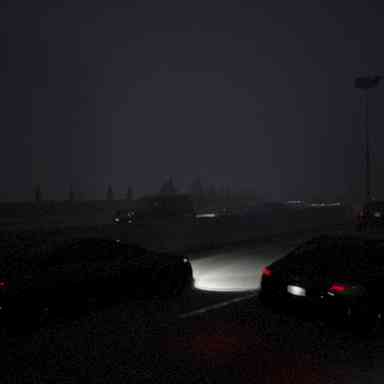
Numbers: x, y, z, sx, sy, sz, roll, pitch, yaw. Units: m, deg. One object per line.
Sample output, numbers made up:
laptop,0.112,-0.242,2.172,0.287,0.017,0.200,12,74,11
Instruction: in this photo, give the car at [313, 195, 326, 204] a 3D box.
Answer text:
car,21.007,1.274,54.809,2.033,1.411,5.357,0,0,22

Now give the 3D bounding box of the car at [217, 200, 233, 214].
car,4.271,1.460,32.742,1.994,1.385,4.181,0,0,38

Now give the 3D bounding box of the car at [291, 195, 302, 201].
car,21.792,1.224,69.949,1.994,1.385,4.181,0,0,12

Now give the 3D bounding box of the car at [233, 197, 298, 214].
car,5.222,1.389,23.128,1.882,1.535,5.008,0,0,42

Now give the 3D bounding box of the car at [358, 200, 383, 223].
car,11.185,1.231,19.039,2.097,1.767,4.553,0,0,43

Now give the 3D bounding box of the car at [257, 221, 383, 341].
car,3.206,1.528,6.580,4.181,1.385,1.994,-1,0,-40

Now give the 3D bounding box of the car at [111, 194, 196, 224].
car,-2.197,1.191,20.598,5.566,2.045,2.150,-1,0,-43

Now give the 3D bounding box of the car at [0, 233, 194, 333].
car,-2.015,1.564,6.883,4.181,1.385,1.994,-1,0,-37

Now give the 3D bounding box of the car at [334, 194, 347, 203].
car,25.755,1.179,57.852,2.128,1.511,4.902,0,0,19
